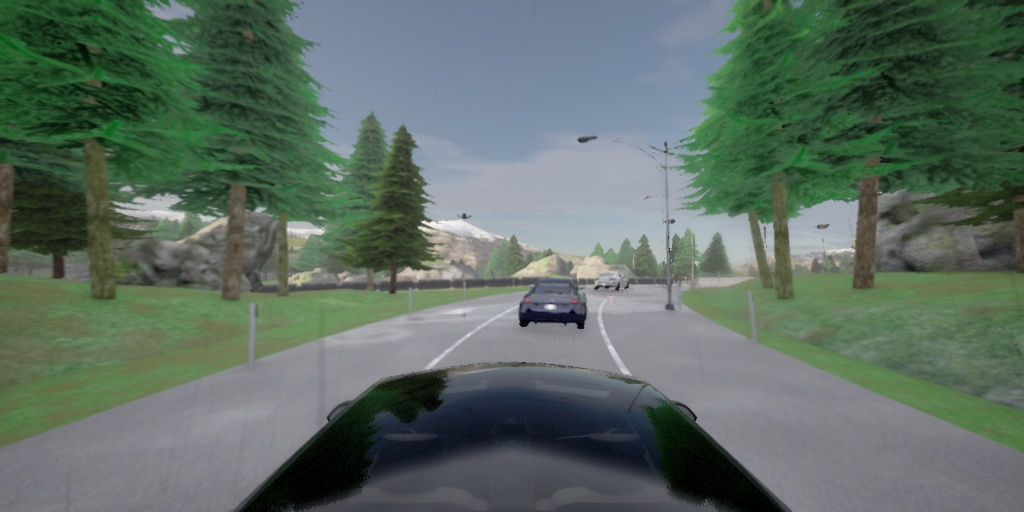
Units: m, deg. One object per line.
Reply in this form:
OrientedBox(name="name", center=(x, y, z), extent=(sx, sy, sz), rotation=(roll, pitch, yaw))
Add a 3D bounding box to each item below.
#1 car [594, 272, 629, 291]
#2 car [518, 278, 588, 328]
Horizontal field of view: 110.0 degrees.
OrientedBox(name="car", center=(7.852, 1.949, 28.167), extent=(1.812, 1.442, 4.674), rotation=(-2, -4, 30))
OrientedBox(name="car", center=(1.478, 1.430, 11.926), extent=(1.994, 1.385, 4.181), rotation=(0, -1, 12))
